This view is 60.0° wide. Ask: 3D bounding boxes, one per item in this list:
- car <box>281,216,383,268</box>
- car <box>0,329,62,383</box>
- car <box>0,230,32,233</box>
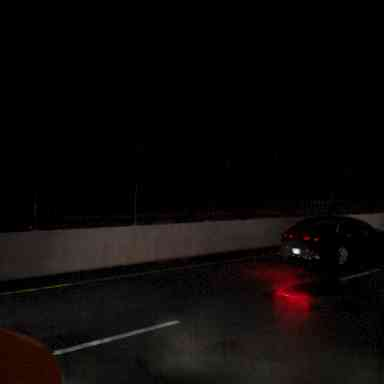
[{"bbox_3d":[5.235,1.609,11.724,4.892,1.490,1.837,1,-1,-35],"label":"car"},{"bbox_3d":[-3.201,1.460,1.464,5.008,1.535,1.882,0,0,-35],"label":"car"},{"bbox_3d":[-7.992,1.490,11.171,4.902,1.511,2.128,1,0,-35],"label":"car"}]
